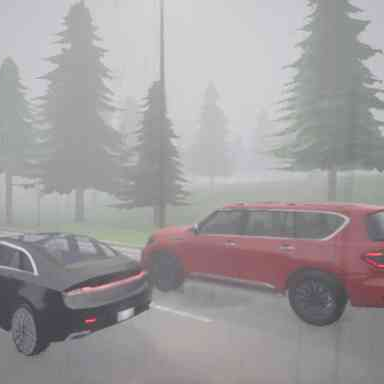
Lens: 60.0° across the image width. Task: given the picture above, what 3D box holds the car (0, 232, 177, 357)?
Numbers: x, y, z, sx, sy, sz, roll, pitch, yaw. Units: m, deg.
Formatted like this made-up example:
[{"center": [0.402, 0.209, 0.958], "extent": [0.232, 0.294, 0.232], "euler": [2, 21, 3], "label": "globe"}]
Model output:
[{"center": [-2.895, 1.494, 6.057], "extent": [4.902, 1.511, 2.128], "euler": [0, 0, 35], "label": "car"}]

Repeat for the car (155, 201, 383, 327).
[{"center": [1.414, 1.222, 7.283], "extent": [5.566, 2.045, 2.150], "euler": [0, 0, 35], "label": "car"}]
